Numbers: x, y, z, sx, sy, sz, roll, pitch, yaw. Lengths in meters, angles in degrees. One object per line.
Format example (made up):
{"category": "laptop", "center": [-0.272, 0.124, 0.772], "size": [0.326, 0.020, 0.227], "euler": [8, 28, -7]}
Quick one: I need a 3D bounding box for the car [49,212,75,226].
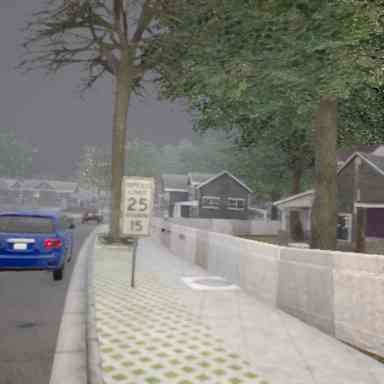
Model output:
{"category": "car", "center": [-15.025, 3.108, 38.649], "size": [1.895, 1.301, 4.718], "euler": [3, -3, -10]}

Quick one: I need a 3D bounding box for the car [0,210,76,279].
{"category": "car", "center": [-5.371, 1.662, 11.493], "size": [2.150, 2.045, 5.566], "euler": [4, -3, -16]}

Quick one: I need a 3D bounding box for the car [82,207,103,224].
{"category": "car", "center": [-12.959, 3.077, 43.501], "size": [2.150, 2.045, 5.566], "euler": [3, -3, -9]}
